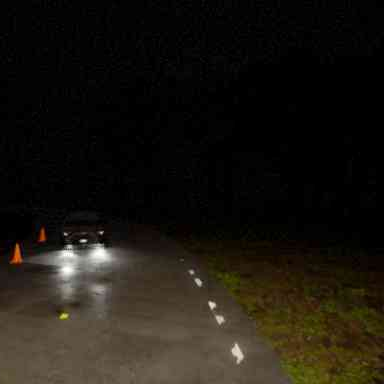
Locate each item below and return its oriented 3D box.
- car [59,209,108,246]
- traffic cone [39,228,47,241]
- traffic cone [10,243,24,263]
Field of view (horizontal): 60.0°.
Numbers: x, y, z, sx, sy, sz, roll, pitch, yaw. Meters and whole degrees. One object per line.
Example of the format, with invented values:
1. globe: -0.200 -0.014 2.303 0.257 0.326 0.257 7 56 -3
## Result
1. car: -5.038 1.525 15.549 2.033 1.411 5.357 0 0 -18
2. traffic cone: -6.878 1.944 15.335 0.340 0.580 0.340 0 0 -18
3. traffic cone: -5.630 1.950 10.720 0.340 0.580 0.340 0 0 -13
